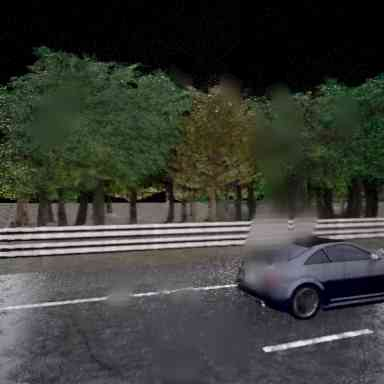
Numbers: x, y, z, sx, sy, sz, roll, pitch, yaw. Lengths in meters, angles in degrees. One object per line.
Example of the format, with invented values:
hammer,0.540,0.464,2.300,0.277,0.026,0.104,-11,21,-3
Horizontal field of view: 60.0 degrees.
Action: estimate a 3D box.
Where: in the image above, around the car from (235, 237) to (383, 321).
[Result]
car,3.094,1.731,7.483,4.181,1.385,1.994,0,-1,-20
